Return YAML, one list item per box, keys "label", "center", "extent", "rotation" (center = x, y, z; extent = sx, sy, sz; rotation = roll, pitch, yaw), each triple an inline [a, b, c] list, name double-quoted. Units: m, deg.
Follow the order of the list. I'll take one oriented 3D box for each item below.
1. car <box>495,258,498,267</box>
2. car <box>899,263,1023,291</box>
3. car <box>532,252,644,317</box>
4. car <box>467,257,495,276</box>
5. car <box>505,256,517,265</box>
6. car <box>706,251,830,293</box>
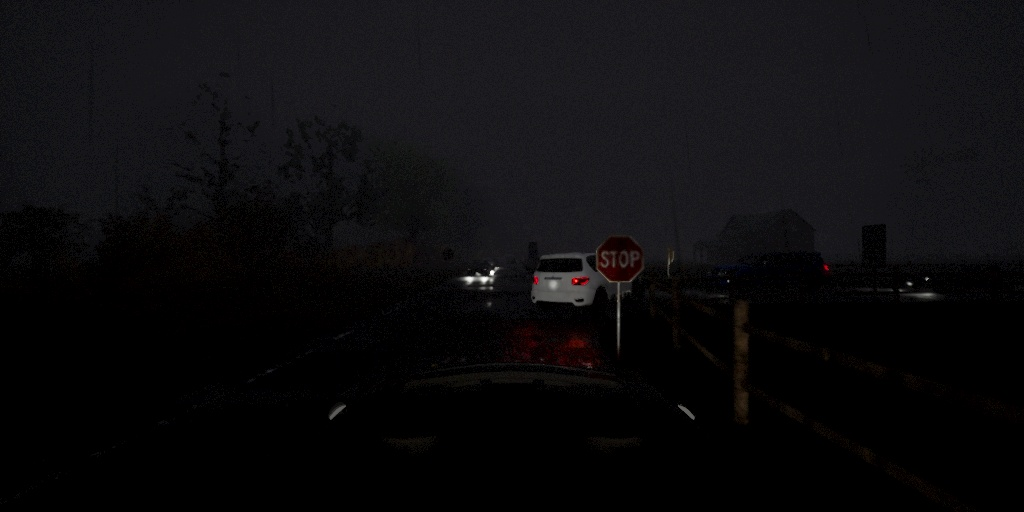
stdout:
- label: "car"
  center: [-2.981, 0.935, 42.788]
  extent: [1.812, 1.442, 4.674]
  rotation: [0, 1, 0]
- label: "car"
  center: [23.486, 1.068, 18.844]
  extent: [5.357, 1.411, 2.033]
  rotation: [0, 0, -1]
- label: "car"
  center: [2.915, 0.861, 13.123]
  extent: [2.150, 2.045, 5.566]
  rotation: [-2, 0, 38]
- label: "car"
  center: [-2.954, 1.044, 33.097]
  extent: [2.033, 1.411, 5.357]
  rotation: [0, 1, 0]
- label: "car"
  center: [-0.088, 0.805, 58.782]
  extent: [2.033, 1.411, 5.357]
  rotation: [0, 0, -1]
- label: "car"
  center: [13.189, 0.789, 18.647]
  extent: [5.566, 2.045, 2.150]
  rotation: [0, 0, 0]
